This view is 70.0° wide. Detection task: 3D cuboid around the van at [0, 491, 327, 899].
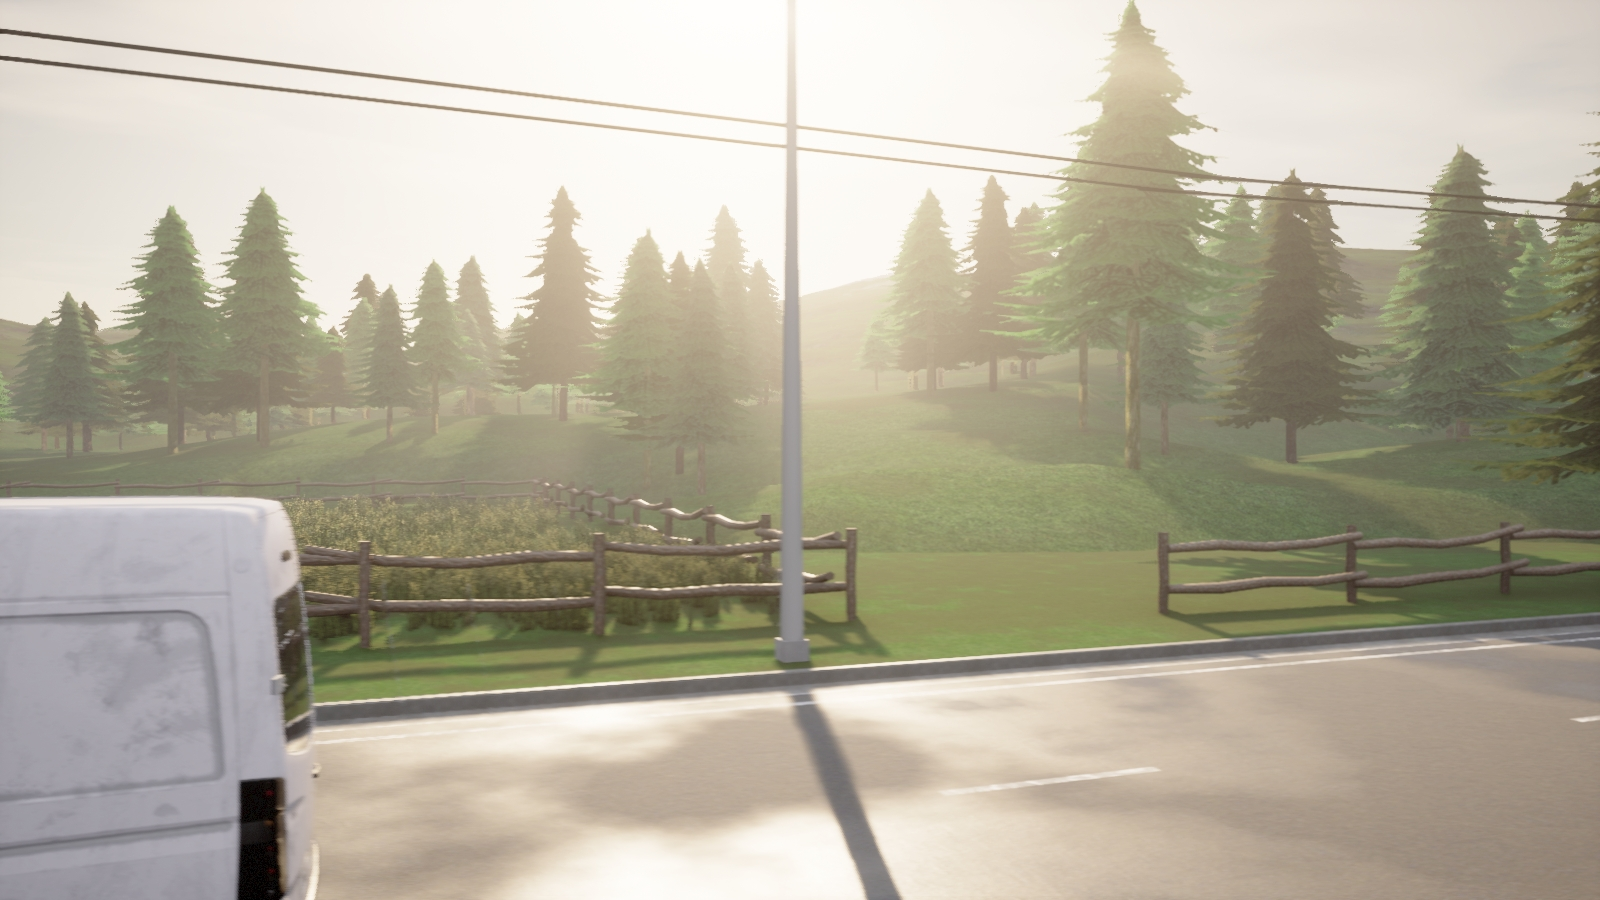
[{"bbox_3d":[-5.350,1.536,5.082,5.915,2.561,1.988,0,0,-20],"label":"van"}]
